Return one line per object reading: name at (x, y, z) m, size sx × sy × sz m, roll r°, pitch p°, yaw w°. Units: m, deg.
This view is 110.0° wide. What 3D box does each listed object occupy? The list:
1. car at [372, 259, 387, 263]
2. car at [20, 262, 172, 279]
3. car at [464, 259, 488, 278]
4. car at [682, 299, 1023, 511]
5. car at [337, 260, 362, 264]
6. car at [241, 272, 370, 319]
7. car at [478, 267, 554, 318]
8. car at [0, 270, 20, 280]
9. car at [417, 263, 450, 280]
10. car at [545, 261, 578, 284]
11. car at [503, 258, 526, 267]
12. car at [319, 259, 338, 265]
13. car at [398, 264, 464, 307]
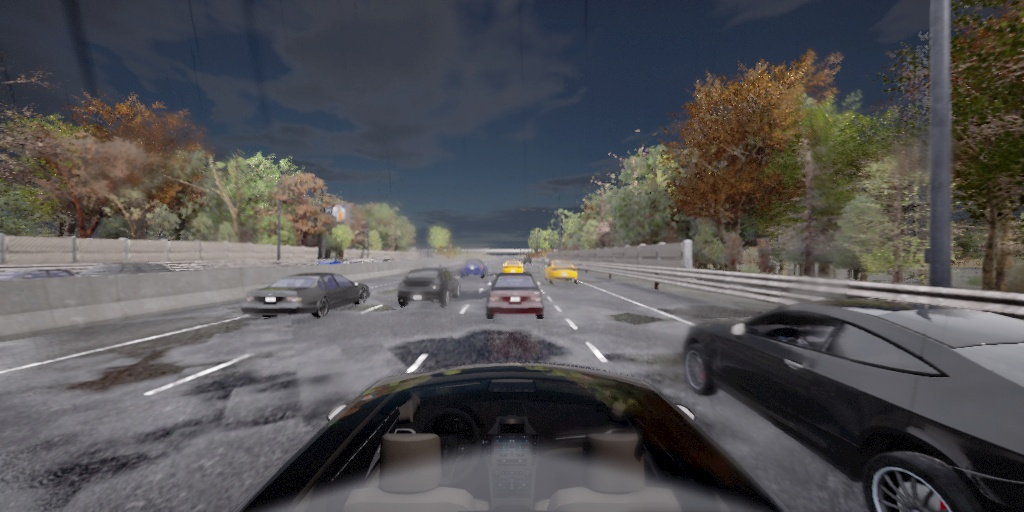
car at (-21.046, 1.256, 56.973) m, size 1.812 × 1.442 × 4.674 m, roll 0°, pitch 0°, yaw 1°
car at (-17.601, 1.091, 15.923) m, size 2.097 × 1.767 × 4.553 m, roll 0°, pitch 0°, yaw 0°
car at (-3.403, 1.085, 33.233) m, size 2.097 × 1.767 × 4.553 m, roll 0°, pitch 0°, yaw 0°
car at (3.411, 1.146, 3.463) m, size 1.812 × 1.442 × 4.674 m, roll 0°, pitch 0°, yaw 2°
car at (-24.544, 1.331, 55.483) m, size 1.895 × 1.301 × 4.718 m, roll 0°, pitch 0°, yaw 1°
car at (-6.907, 1.288, 12.748) m, size 2.033 × 1.411 × 5.357 m, roll 0°, pitch 0°, yaw 0°
car at (0.099, 1.288, 12.825) m, size 2.033 × 1.411 × 5.357 m, roll 0°, pitch 0°, yaw 0°
car at (-21.102, 1.286, 15.668) m, size 2.033 × 1.411 × 5.357 m, roll 0°, pitch 0°, yaw 0°
car at (-6.900, 1.334, 32.072) m, size 1.895 × 1.301 × 4.718 m, roll 0°, pitch 0°, yaw 0°
car at (3.498, 1.087, 26.108) m, size 1.882 × 1.535 × 5.008 m, roll 0°, pitch 0°, yaw 0°
car at (0.098, 1.210, 35.071) m, size 1.882 × 1.535 × 5.008 m, roll 0°, pitch 0°, yaw 0°
car at (-28.043, 1.208, 55.761) m, size 1.882 × 1.535 × 5.008 m, roll 0°, pitch 0°, yaw 1°
car at (-3.401, 1.244, 15.320) m, size 1.837 × 1.490 × 4.892 m, roll 0°, pitch 0°, yaw 0°
